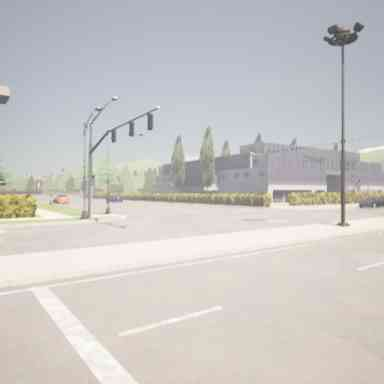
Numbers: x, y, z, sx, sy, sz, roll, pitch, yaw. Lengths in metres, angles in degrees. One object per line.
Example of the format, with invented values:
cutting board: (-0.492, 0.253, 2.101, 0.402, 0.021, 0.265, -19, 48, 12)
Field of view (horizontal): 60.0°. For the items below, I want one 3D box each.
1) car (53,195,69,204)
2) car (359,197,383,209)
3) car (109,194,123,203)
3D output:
car: (-24.560, 1.307, 62.342, 2.097, 1.767, 4.553, 0, 0, -34)
car: (24.089, 1.381, 44.133, 4.892, 1.490, 1.837, 0, 0, -34)
car: (-15.876, 1.282, 68.106, 2.097, 1.767, 4.553, 0, 0, -34)
